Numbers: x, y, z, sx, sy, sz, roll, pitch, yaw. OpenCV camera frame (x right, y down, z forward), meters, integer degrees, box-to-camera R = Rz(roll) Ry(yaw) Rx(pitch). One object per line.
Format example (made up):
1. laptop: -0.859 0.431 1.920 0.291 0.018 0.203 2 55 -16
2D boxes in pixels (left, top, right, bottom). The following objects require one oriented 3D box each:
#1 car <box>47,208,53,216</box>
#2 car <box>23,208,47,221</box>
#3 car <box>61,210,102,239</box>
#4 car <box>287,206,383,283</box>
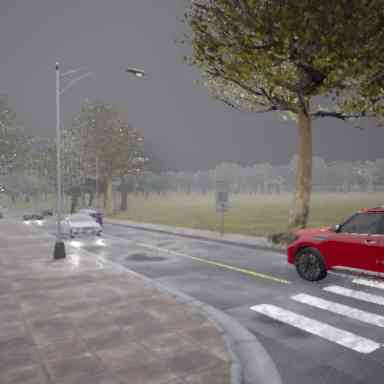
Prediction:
1. car: -23.123 3.141 51.920 1.895 1.301 4.718 -1 -2 -33
2. car: -19.742 2.809 41.293 1.994 1.385 4.181 -1 -1 -32
3. car: -7.330 2.135 21.653 1.812 1.442 4.674 -1 -1 -33
4. car: 4.913 1.313 7.924 2.150 2.045 5.566 -1 -1 -33
